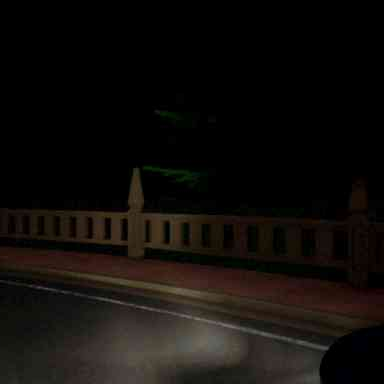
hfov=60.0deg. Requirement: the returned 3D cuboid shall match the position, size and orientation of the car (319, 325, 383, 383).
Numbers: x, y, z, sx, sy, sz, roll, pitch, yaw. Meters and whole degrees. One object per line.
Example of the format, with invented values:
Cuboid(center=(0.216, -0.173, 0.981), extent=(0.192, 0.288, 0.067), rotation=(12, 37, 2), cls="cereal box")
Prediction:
Cuboid(center=(3.187, 1.458, 1.495), extent=(5.008, 1.535, 1.882), rotation=(0, 0, 37), cls="car")
